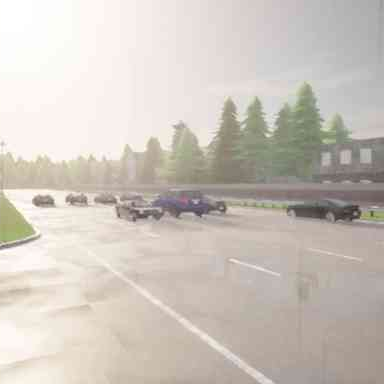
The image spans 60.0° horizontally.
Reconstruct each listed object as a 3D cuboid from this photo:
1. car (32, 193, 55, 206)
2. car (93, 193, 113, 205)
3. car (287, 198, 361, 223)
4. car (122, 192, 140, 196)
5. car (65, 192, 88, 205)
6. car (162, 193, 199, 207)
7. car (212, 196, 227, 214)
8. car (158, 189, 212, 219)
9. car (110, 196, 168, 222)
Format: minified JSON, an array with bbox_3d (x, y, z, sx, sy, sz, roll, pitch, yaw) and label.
[{"bbox_3d":[-16.867,0.813,37.723,1.994,1.385,4.181,0,1,-30],"label":"car"},{"bbox_3d":[-10.805,0.778,41.224,1.994,1.385,4.181,0,1,-30],"label":"car"},{"bbox_3d":[8.537,1.123,22.041,1.882,1.535,5.008,0,1,-30],"label":"car"},{"bbox_3d":[-7.997,0.715,43.356,1.812,1.442,4.674,0,1,-30],"label":"car"},{"bbox_3d":[-13.636,0.729,39.131,2.128,1.511,4.902,0,1,-30],"label":"car"},{"bbox_3d":[-1.485,0.841,39.157,2.033,1.411,5.357,0,1,-30],"label":"car"},{"bbox_3d":[1.123,1.035,27.779,1.812,1.442,4.674,0,1,-30],"label":"car"},{"bbox_3d":[-1.110,0.774,24.662,2.150,2.045,5.566,0,1,-30],"label":"car"},{"bbox_3d":[-3.645,1.190,22.068,1.895,1.301,4.718,0,1,-30],"label":"car"}]
